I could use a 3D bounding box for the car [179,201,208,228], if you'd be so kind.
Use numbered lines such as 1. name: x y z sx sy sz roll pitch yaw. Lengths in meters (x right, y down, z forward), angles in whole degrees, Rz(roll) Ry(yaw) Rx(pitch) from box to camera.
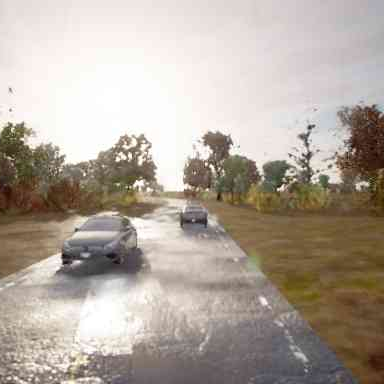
1. car: 0.100 1.620 23.548 2.128 1.511 4.902 0 0 0

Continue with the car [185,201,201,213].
1. car: 0.100 1.822 42.058 1.895 1.301 4.718 0 0 0

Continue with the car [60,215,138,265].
1. car: -3.099 1.593 12.017 1.812 1.442 4.674 0 0 0
